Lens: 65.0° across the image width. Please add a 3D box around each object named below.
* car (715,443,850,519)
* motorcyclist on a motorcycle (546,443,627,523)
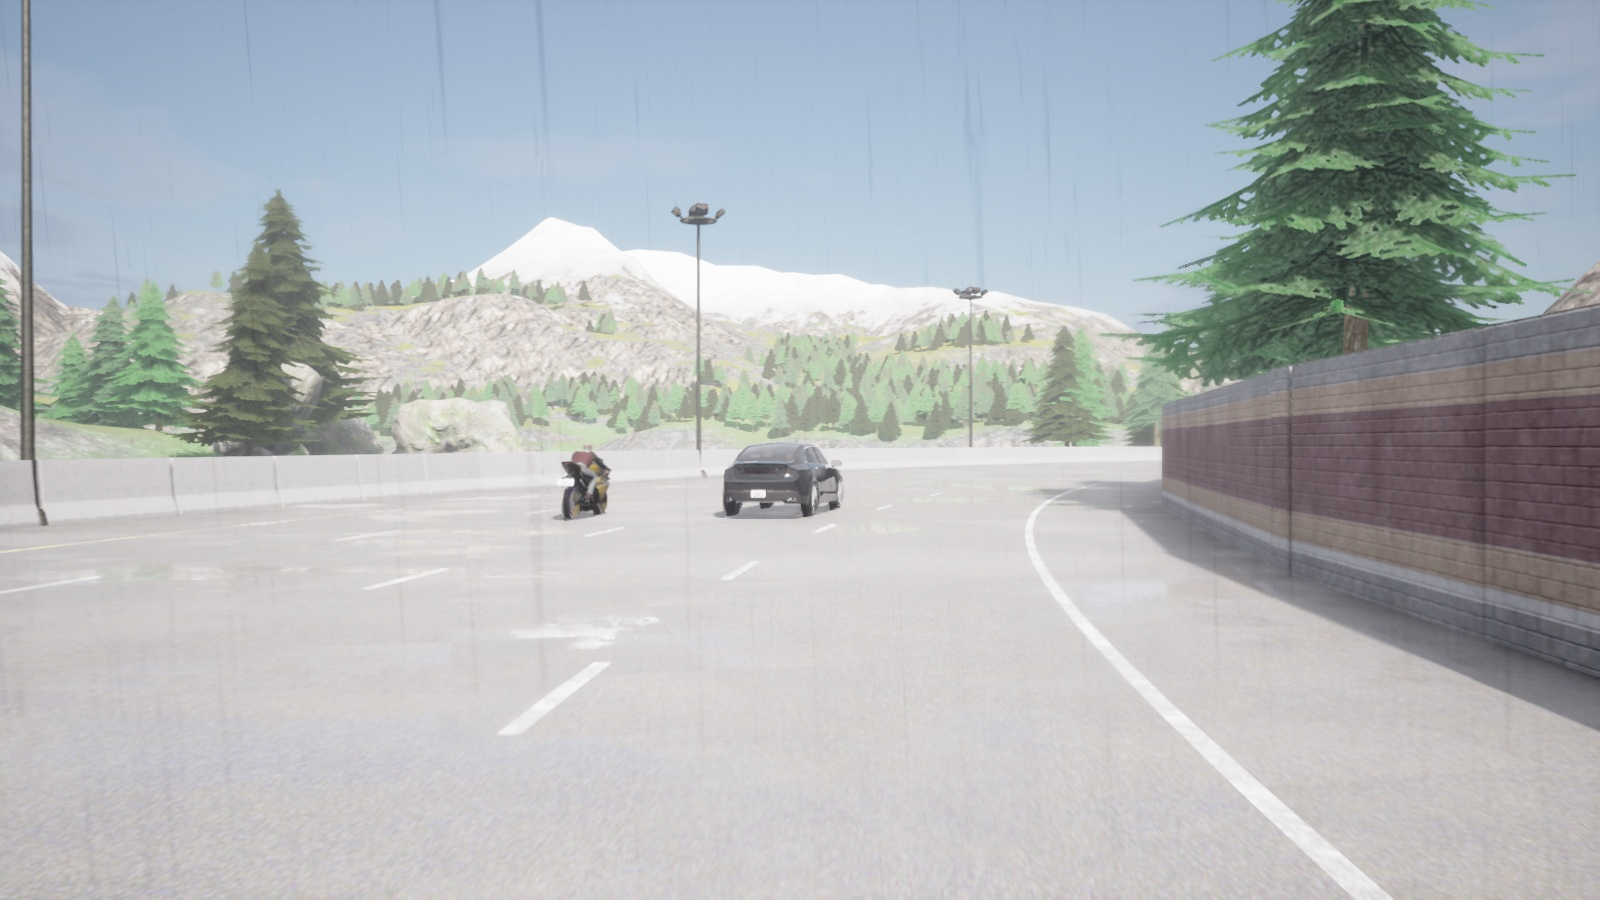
[{"bbox_3d":[-0.264,0.598,27.192,1.837,1.490,4.892,0,0,13],"label":"car"},{"bbox_3d":[-4.282,0.633,25.398,0.866,1.530,2.191,1,0,11],"label":"motorcyclist on a motorcycle"}]
